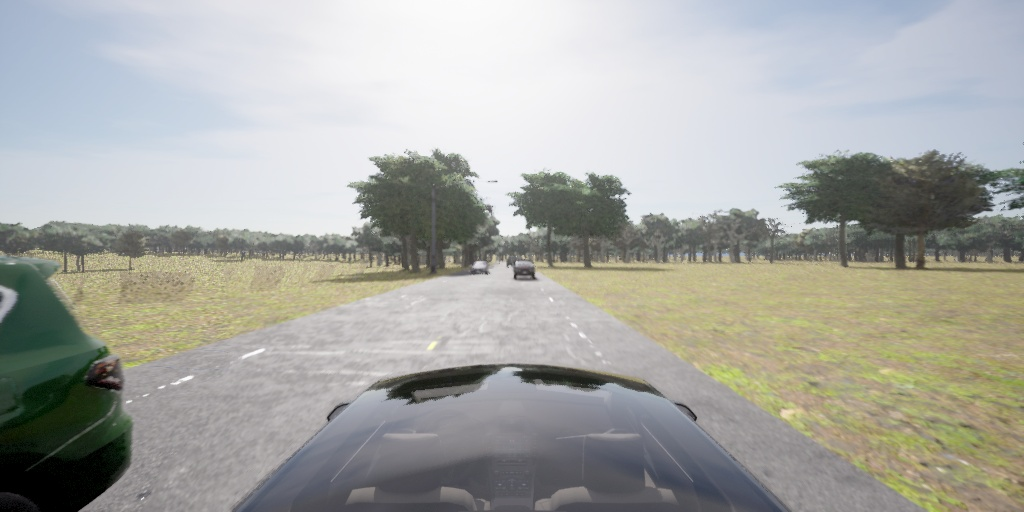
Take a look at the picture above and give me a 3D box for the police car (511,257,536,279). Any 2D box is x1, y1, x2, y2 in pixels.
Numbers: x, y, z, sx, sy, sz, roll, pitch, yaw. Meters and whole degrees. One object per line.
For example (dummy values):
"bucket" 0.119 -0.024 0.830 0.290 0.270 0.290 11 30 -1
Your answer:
"police car" 1.068 1.151 32.250 1.930 1.638 5.238 0 0 0

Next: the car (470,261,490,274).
"car" -3.548 1.287 40.473 2.033 1.411 5.357 0 0 0
